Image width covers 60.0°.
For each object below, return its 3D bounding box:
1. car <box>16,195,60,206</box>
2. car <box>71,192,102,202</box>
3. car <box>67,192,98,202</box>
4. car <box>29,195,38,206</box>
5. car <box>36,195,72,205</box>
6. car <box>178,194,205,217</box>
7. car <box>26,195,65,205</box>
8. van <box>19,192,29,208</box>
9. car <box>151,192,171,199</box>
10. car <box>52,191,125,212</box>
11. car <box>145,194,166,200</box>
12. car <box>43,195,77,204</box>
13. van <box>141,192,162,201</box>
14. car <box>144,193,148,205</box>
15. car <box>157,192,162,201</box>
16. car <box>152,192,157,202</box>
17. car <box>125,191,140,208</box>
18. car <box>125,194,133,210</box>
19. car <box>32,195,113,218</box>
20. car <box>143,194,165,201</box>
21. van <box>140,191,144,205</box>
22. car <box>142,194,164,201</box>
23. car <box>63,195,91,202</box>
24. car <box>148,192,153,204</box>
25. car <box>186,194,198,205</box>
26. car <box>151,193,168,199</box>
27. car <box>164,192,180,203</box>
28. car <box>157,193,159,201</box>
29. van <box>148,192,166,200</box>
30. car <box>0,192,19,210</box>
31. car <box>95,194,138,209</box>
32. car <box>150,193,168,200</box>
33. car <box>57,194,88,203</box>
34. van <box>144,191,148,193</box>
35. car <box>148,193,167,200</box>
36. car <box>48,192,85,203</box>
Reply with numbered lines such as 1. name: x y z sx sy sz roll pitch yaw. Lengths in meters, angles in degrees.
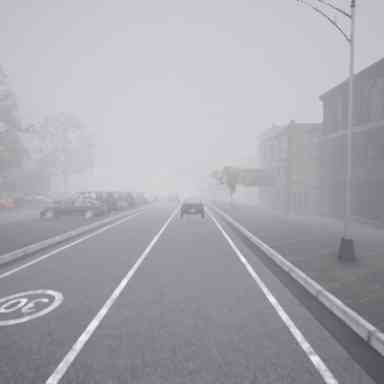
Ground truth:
1. car: -21.744 1.190 47.223 5.366 1.575 1.946 0 0 0
2. car: -21.930 0.972 69.380 5.566 2.045 2.435 0 0 0
3. car: -21.926 0.963 66.718 5.566 2.045 2.435 0 0 0
4. car: -21.924 1.233 44.438 4.674 1.452 2.002 0 0 0
5. car: -21.907 1.224 52.794 4.792 1.488 2.163 0 0 0
6. car: 0.054 1.219 27.727 1.882 1.535 5.008 0 0 0
7. car: -21.927 1.193 50.009 5.008 1.535 2.097 0 0 0
8. van: -22.039 0.966 38.865 4.442 1.987 1.878 0 0 0
9. car: -8.884 1.056 94.992 5.566 2.045 2.435 0 0 0
10. car: -8.873 0.966 27.716 5.566 2.045 2.435 0 0 0
11. car: -8.889 1.261 80.975 5.008 1.535 2.097 0 0 0
12. car: -21.969 1.224 55.579 4.792 1.488 2.163 0 0 0
13. van: -8.766 1.007 72.566 4.442 1.987 1.878 0 0 0
14. car: -8.841 1.193 44.535 4.892 1.521 2.231 0 0 0
15. car: -8.866 1.206 64.158 5.008 1.535 2.097 0 0 0
16. car: -8.885 0.942 52.945 5.566 2.045 2.435 0 0 0
17. car: -8.871 0.943 36.126 5.566 2.045 2.435 0 0 0
18. car: -8.849 1.199 33.321 4.892 1.521 2.231 0 0 0
19. car: -8.841 1.234 24.916 4.892 1.521 2.231 0 0 0
20. car: -8.861 1.281 78.171 4.792 1.488 2.163 0 0 0
21. van: -8.729 0.966 41.731 4.442 1.987 1.878 0 0 0
22. car: -8.857 1.272 75.368 4.792 1.488 2.163 0 0 0
23. car: -21.948 1.246 63.810 4.674 1.452 2.002 0 0 0
24. car: -8.848 1.193 50.142 5.008 1.535 2.097 0 0 0
25. car: 0.007 1.183 53.870 1.801 1.575 5.366 0 0 0
26. car: -8.877 1.173 92.188 4.553 1.767 2.185 0 0 0
27. car: -3.278 0.949 59.868 2.150 2.045 5.566 0 0 1
28. car: -8.835 1.226 58.550 4.792 1.488 2.163 0 0 0
29. van: -8.781 1.044 83.779 4.442 1.987 1.878 0 0 0
30. car: -21.891 1.069 36.085 4.553 1.767 2.185 0 0 0
31. car: -8.812 1.066 38.927 4.553 1.767 2.185 0 0 0
32. car: -8.873 1.163 89.385 4.553 1.767 2.185 0 0 0
33. car: -21.942 1.201 61.149 5.008 1.535 2.097 0 0 0
34. van: -8.966 0.966 47.338 4.442 1.987 1.878 0 0 0
35. car: -8.932 1.154 86.581 4.553 1.767 2.185 0 0 0
36. car: -21.916 0.945 58.363 5.566 2.045 2.435 0 0 0
